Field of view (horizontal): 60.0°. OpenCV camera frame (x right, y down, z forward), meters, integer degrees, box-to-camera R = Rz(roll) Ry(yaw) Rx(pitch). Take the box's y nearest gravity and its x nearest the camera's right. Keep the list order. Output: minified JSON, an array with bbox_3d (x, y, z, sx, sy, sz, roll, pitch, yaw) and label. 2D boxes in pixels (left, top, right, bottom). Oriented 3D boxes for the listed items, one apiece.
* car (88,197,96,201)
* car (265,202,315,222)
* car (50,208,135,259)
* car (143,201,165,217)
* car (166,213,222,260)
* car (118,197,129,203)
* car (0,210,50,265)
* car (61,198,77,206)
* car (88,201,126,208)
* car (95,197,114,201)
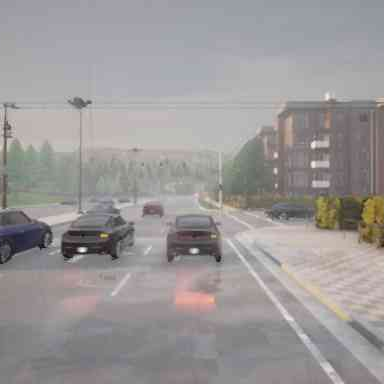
[{"bbox_3d":[-23.298,1.966,79.406,1.994,1.385,4.181,0,0,0],"label":"car"},{"bbox_3d":[8.592,1.651,27.863,4.892,1.490,1.837,0,-3,-8],"label":"car"},{"bbox_3d":[-3.424,1.572,12.824,1.837,1.490,4.892,0,0,0],"label":"car"},{"bbox_3d":[-3.879,1.655,33.926,1.882,1.535,5.008,0,0,-2],"label":"car"},{"bbox_3d":[0.076,1.571,12.635,1.837,1.490,4.892,0,0,0],"label":"car"},{"bbox_3d":[-16.298,1.955,79.774,2.033,1.411,5.357,0,0,0],"label":"car"},{"bbox_3d":[-6.926,1.416,12.149,2.097,1.767,4.553,0,0,0],"label":"car"},{"bbox_3d":[-23.304,1.887,63.077,1.994,1.385,4.181,0,0,0],"label":"car"},{"bbox_3d":[-7.154,1.690,27.282,2.033,1.411,5.357,0,0,-1],"label":"car"},{"bbox_3d":[-16.312,1.808,63.479,1.882,1.535,5.008,0,0,0],"label":"car"}]
